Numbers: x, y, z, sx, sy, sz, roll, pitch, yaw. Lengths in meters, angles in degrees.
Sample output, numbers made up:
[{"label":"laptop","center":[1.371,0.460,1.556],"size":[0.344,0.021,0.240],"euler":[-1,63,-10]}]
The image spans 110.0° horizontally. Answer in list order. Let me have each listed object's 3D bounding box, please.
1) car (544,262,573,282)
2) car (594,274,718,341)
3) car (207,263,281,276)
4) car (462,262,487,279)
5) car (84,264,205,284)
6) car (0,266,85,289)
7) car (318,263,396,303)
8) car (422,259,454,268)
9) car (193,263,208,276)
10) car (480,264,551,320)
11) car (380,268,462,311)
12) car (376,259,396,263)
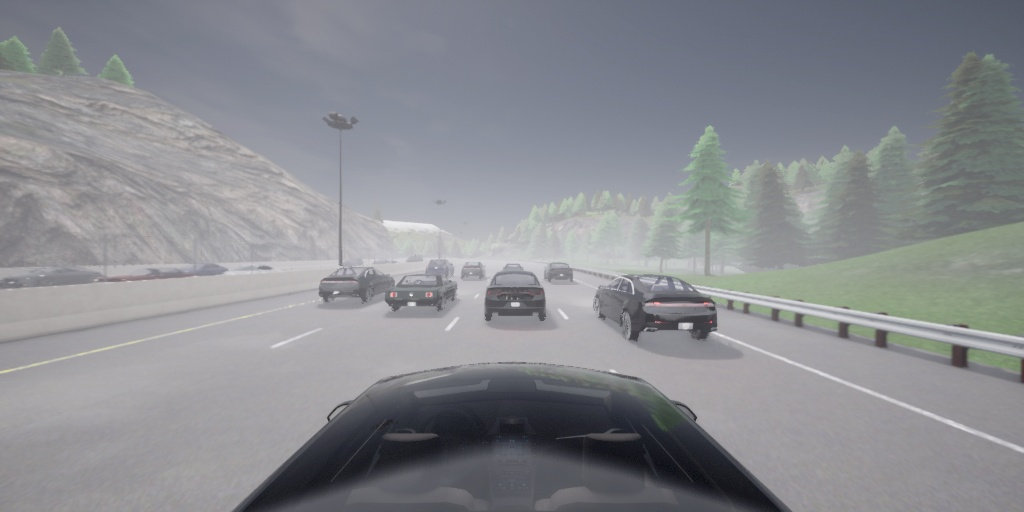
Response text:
[{"label":"car","center":[3.600,1.223,28.424],"size":[1.882,1.535,5.008],"euler":[0,0,0]},{"label":"car","center":[3.600,1.240,9.852],"size":[2.128,1.511,4.902],"euler":[0,0,0]},{"label":"car","center":[-17.599,1.271,24.289],"size":[1.812,1.442,4.674],"euler":[0,0,0]},{"label":"car","center":[-3.403,1.236,32.149],"size":[2.128,1.511,4.902],"euler":[0,0,0]},{"label":"car","center":[-21.101,1.347,20.950],"size":[1.895,1.301,4.718],"euler":[0,0,0]},{"label":"car","center":[-28.098,1.310,22.122],"size":[1.994,1.385,4.181],"euler":[0,0,0]},{"label":"car","center":[-6.901,1.239,16.485],"size":[2.128,1.511,4.902],"euler":[0,0,0]},{"label":"car","center":[-6.902,1.096,34.746],"size":[2.097,1.767,4.553],"euler":[0,0,0]},{"label":"car","center":[-24.598,1.271,28.291],"size":[1.812,1.442,4.674],"euler":[0,0,0]},{"label":"car","center":[0.100,1.226,12.679],"size":[1.882,1.535,5.008],"euler":[0,0,0]},{"label":"car","center":[-3.400,1.349,14.413],"size":[1.895,1.301,4.718],"euler":[0,0,0]},{"label":"car","center":[-21.033,1.302,61.412],"size":[1.994,1.385,4.181],"euler":[0,0,1]}]
